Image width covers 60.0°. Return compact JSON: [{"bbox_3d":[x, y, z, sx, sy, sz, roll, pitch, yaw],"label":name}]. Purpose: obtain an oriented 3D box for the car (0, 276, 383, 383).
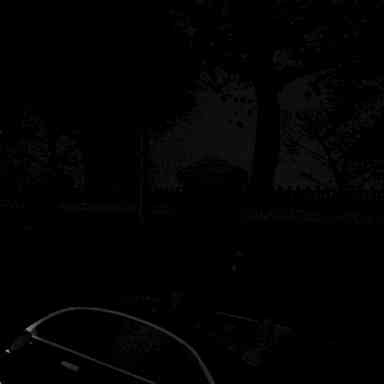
[{"bbox_3d":[-0.475,1.551,3.238,4.403,1.369,2.008,0,0,36],"label":"car"}]
